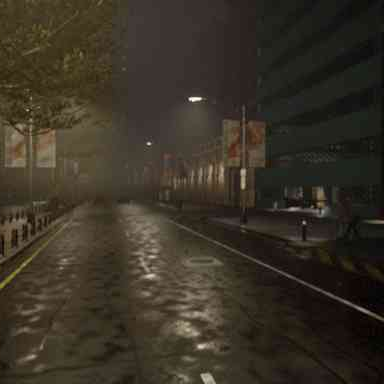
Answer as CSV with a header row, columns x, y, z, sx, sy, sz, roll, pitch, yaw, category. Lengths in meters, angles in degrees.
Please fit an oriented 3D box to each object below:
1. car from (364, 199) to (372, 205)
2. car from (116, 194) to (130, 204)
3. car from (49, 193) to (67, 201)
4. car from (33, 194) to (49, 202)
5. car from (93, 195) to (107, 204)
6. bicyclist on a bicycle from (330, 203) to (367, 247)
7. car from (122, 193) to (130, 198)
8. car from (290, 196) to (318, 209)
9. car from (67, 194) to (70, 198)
x,y,z,sx,sy,sz,roll,pitch,yaw,category
23.954,1.245,41.551,1.895,1.301,4.718,0,0,-15,car
-11.289,1.183,54.053,1.882,1.535,5.008,0,0,-15,car
-26.555,1.136,66.244,1.837,1.490,4.892,0,0,-15,car
-29.936,1.140,65.341,1.837,1.490,4.892,0,0,-15,car
-14.948,1.208,54.188,1.837,1.490,4.892,0,0,-15,car
5.828,1.235,12.350,1.656,1.620,0.582,0,0,-15,bicyclist on a bicycle
-18.374,1.090,92.755,1.895,1.301,4.718,0,0,-15,car
12.643,1.206,38.943,2.161,1.482,4.786,0,0,-15,car
-30.644,1.104,81.541,1.994,1.385,4.181,0,0,-15,car
